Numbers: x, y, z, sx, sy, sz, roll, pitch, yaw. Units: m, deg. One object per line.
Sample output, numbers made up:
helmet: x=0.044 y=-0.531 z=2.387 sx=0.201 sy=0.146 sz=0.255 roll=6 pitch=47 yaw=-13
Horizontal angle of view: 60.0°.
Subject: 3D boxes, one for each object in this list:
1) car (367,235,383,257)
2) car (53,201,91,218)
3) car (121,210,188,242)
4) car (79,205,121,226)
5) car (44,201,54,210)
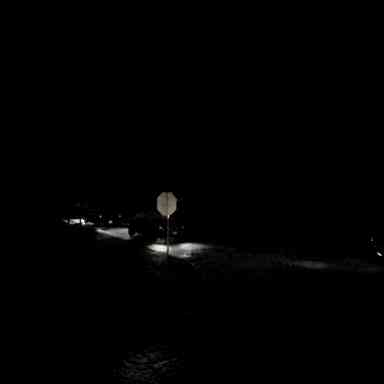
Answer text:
car: x=8.477 y=1.724 z=10.886 sx=4.718 sy=1.301 sz=1.895 roll=-1 pitch=-1 yaw=8
car: x=-12.753 y=1.928 z=35.108 sx=2.128 sy=1.511 sz=4.902 roll=1 pitch=-1 yaw=-33
car: x=-2.010 y=1.724 z=17.945 sx=1.812 sy=1.442 sz=4.674 roll=1 pitch=-1 yaw=-31
car: x=-7.155 y=1.917 z=26.340 sx=1.895 sy=1.301 sz=4.718 roll=1 pitch=-1 yaw=-32
car: x=-23.970 y=2.308 z=56.631 sx=1.812 sy=1.442 sz=4.674 roll=1 pitch=-2 yaw=-36
